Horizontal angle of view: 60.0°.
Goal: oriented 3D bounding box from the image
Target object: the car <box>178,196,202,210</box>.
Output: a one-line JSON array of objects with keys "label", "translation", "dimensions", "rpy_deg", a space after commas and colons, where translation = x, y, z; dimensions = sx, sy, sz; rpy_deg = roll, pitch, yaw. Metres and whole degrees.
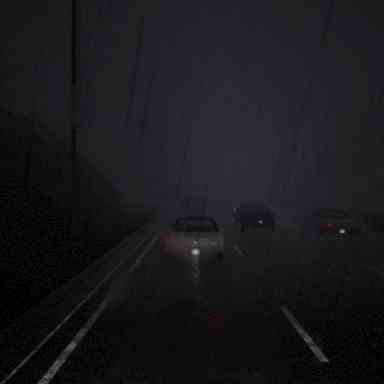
[{"label": "car", "translation": [-0.339, 1.480, 40.557], "dimensions": [1.994, 1.385, 4.181], "rpy_deg": [0, 0, -7]}]

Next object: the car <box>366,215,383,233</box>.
[{"label": "car", "translation": [10.615, 1.566, 16.608], "dimensions": [1.895, 1.301, 4.718], "rpy_deg": [0, 0, 0]}]

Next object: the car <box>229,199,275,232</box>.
[{"label": "car", "translation": [3.618, 1.436, 20.055], "dimensions": [1.882, 1.535, 5.008], "rpy_deg": [0, 0, 0]}]

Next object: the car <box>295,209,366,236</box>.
[{"label": "car", "translation": [7.116, 1.563, 17.953], "dimensions": [1.895, 1.301, 4.718], "rpy_deg": [0, 0, 0]}]

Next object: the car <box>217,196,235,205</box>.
[{"label": "car", "translation": [5.694, 1.386, 57.253], "dimensions": [1.837, 1.490, 4.892], "rpy_deg": [2, -1, -27]}]

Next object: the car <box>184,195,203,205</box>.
[{"label": "car", "translation": [-0.617, 1.239, 54.101], "dimensions": [2.097, 1.767, 4.553], "rpy_deg": [0, 0, -27]}]

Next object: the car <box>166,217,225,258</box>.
[{"label": "car", "translation": [0.112, 1.574, 12.565], "dimensions": [1.895, 1.301, 4.718], "rpy_deg": [0, 0, 0]}]

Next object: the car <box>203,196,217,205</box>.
[{"label": "car", "translation": [1.709, 1.359, 57.302], "dimensions": [1.882, 1.535, 5.008], "rpy_deg": [1, 0, -30]}]
